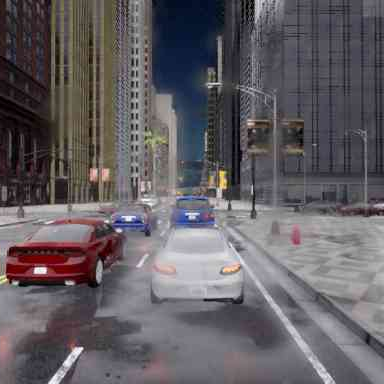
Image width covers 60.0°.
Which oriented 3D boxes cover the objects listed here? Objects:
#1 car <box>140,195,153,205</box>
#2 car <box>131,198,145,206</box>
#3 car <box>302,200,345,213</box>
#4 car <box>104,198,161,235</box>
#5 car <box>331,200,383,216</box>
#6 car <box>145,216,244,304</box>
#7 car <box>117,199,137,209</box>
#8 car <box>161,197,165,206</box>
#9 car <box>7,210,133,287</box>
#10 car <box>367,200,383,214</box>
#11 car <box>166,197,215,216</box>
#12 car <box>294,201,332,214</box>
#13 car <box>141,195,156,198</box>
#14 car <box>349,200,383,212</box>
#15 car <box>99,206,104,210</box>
[{"bbox_3d":[-9.697,1.606,71.360,2.150,2.045,5.566,0,0,0],"label":"car"},{"bbox_3d":[-9.774,1.824,60.786,1.812,1.442,4.674,0,0,1],"label":"car"},{"bbox_3d":[15.213,1.660,38.635,4.313,1.339,1.947,0,0,-1],"label":"car"},{"bbox_3d":[-3.136,1.390,18.619,2.097,1.767,4.553,0,0,0],"label":"car"},{"bbox_3d":[15.337,1.575,30.112,4.206,1.307,1.802,0,0,-1],"label":"car"},{"bbox_3d":[0.105,1.534,8.020,1.812,1.442,4.674,0,0,0],"label":"car"},{"bbox_3d":[-9.810,1.776,50.877,2.033,1.411,5.357,0,0,0],"label":"car"},{"bbox_3d":[-6.525,1.802,60.630,1.837,1.490,4.892,0,0,1],"label":"car"},{"bbox_3d":[-3.145,1.488,9.392,1.882,1.535,5.008,0,0,0],"label":"car"},{"bbox_3d":[21.778,1.566,35.977,4.674,1.442,1.812,0,-1,-1],"label":"car"},{"bbox_3d":[0.039,1.256,17.722,2.150,2.045,5.566,0,0,1],"label":"car"},{"bbox_3d":[13.224,1.633,35.852,4.181,1.385,1.994,0,-1,-1],"label":"car"},{"bbox_3d":[-6.561,1.450,50.918,2.150,2.045,5.566,0,0,0],"label":"car"},{"bbox_3d":[20.853,1.641,38.719,4.313,1.339,1.947,0,0,-1],"label":"car"},{"bbox_3d":[-6.304,1.645,32.276,5.357,1.411,2.033,0,-1,-1],"label":"car"}]
